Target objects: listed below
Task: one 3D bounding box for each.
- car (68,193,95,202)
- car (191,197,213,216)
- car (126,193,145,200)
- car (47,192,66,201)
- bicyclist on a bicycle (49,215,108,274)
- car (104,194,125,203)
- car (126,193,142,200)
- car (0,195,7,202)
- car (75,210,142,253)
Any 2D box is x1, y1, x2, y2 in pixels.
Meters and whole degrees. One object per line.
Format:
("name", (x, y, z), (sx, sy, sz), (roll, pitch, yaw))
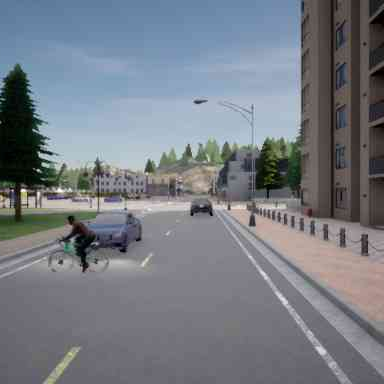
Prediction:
("car", (-23.006, 1.399, 69.305), (3.806, 1.475, 1.970), (0, 0, 1))
("car", (0.947, 1.352, 33.200), (2.097, 1.767, 4.553), (0, 0, 2))
("car", (-15.037, 1.112, 84.702), (4.605, 1.855, 1.932), (0, 0, 1))
("car", (-33.676, 1.335, 81.585), (3.633, 1.501, 1.845), (0, 0, 1))
("bicyclist on a bicycle", (-3.119, 1.454, 9.101), (1.656, 1.620, 0.582), (-1, 0, 2))
("car", (-15.667, 1.389, 66.129), (3.633, 1.501, 1.845), (0, 0, 1))
("car", (-15.372, 1.092, 87.618), (3.866, 1.878, 1.905), (0, 0, 1))
("car", (-41.661, 1.345, 69.947), (5.027, 1.636, 2.152), (0, 0, 1))
("car", (-3.259, 1.526, 13.834), (1.812, 1.442, 4.674), (0, 0, 2))
